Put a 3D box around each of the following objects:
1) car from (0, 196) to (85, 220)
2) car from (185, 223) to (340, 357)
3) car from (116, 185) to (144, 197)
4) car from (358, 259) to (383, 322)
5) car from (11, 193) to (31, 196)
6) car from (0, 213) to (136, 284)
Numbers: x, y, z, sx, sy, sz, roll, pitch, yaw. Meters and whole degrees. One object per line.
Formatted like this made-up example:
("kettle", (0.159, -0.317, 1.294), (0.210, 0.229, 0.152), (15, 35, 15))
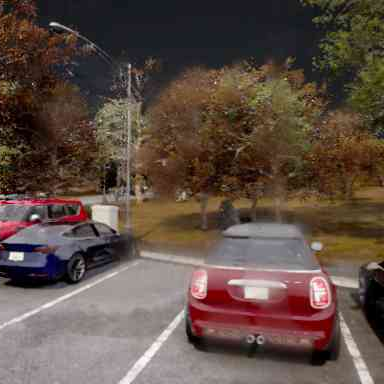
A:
("car", (-5.779, 1.290, 11.524), (2.435, 2.045, 5.566), (0, -1, 16))
("car", (1.407, 1.372, 6.392), (2.185, 1.767, 4.553), (0, -1, 15))
("car", (-9.021, -0.168, 47.975), (1.837, 1.490, 4.892), (1, 4, 37))
("car", (3.818, 1.514, 4.738), (2.163, 1.488, 4.792), (0, -1, 15))
("car", (-16.189, 0.845, 32.838), (2.128, 1.511, 4.902), (1, 4, 37))
("car", (-3.375, 1.557, 9.868), (2.163, 1.488, 4.792), (0, -1, 16))
